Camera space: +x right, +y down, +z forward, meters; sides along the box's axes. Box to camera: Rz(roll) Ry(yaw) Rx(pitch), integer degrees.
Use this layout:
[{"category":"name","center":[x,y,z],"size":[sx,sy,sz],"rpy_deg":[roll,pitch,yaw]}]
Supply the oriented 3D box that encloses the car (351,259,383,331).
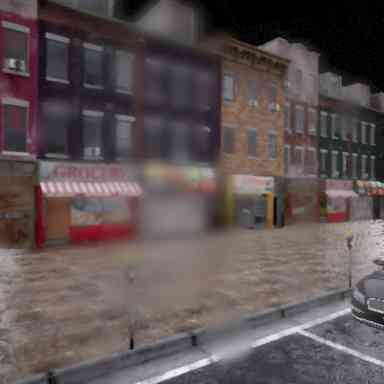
[{"category":"car","center":[4.675,1.639,6.150],"size":[4.403,1.369,2.008],"rpy_deg":[1,-1,-35]}]
